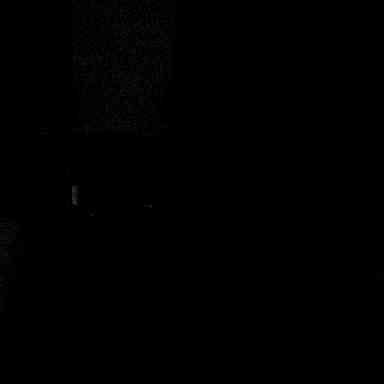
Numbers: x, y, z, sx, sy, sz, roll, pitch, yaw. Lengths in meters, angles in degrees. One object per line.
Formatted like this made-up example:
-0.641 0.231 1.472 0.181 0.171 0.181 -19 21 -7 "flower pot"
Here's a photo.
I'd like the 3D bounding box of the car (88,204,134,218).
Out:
-8.839 2.077 36.751 2.033 1.411 5.357 0 -1 36 "car"
